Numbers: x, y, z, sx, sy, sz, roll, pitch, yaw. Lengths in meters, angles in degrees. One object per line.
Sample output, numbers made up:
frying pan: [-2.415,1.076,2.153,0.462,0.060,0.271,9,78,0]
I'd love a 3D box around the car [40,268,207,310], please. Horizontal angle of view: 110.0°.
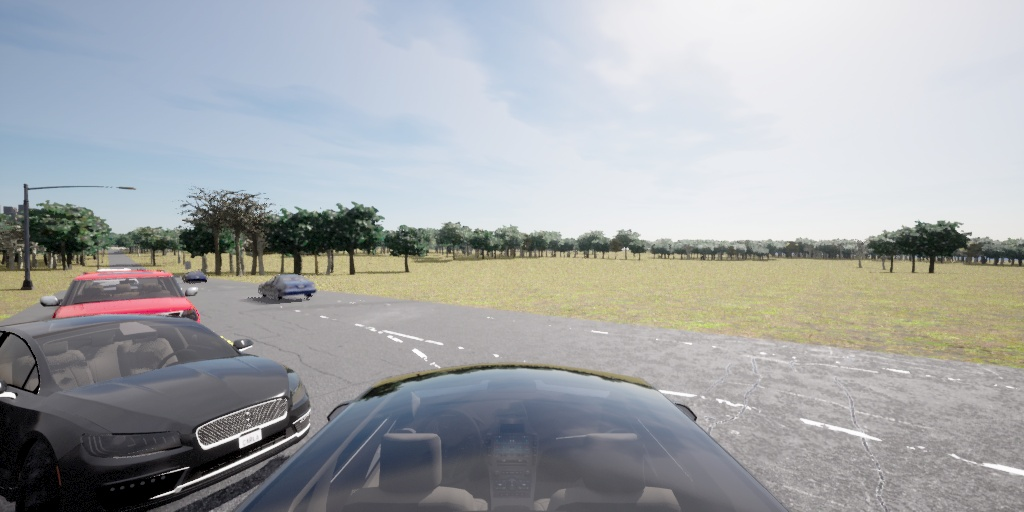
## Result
car: [-9.365,1.386,8.720,5.566,2.045,2.150,-2,0,42]

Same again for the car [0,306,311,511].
car: [-4.513,1.445,4.013,4.892,1.490,1.837,-3,-3,22]

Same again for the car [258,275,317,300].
car: [-13.899,1.863,22.100,5.357,1.411,2.033,-2,0,42]

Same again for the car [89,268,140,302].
car: [-27.747,1.891,25.038,5.566,2.045,2.150,-2,0,42]
